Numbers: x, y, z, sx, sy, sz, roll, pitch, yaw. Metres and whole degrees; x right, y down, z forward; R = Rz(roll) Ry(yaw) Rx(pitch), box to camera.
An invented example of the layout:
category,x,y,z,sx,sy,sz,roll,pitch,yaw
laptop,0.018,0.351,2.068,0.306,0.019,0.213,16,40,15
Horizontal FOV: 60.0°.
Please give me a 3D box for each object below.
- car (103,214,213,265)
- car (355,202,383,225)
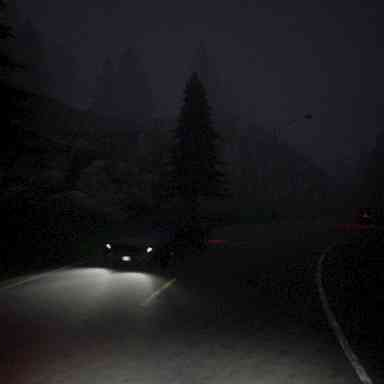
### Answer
category,x,y,z,sx,sy,sz,roll,pitch,yaw
car,-0.868,1.518,11.972,2.033,1.411,5.357,0,0,23
car,14.011,1.486,24.304,5.008,1.535,1.882,0,0,-34
